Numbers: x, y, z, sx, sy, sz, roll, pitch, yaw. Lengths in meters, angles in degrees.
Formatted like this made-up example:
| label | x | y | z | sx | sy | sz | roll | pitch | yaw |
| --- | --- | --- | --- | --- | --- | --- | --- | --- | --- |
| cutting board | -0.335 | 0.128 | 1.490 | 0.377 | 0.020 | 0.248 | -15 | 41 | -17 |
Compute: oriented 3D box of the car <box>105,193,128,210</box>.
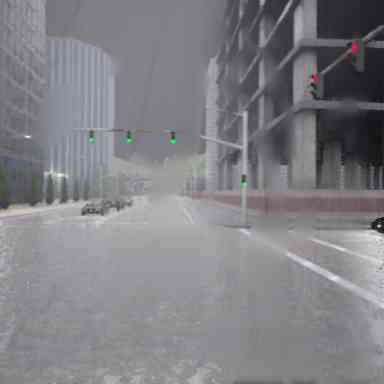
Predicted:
| label | x | y | z | sx | sy | sz | roll | pitch | yaw |
| --- | --- | --- | --- | --- | --- | --- | --- | --- | --- |
| car | -9.729 | 1.167 | 41.221 | 2.150 | 2.045 | 5.566 | 0 | 0 | -3 |

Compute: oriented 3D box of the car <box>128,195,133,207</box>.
| label | x | y | z | sx | sy | sz | roll | pitch | yaw |
| --- | --- | --- | --- | --- | --- | --- | --- | --- | --- |
| car | -10.256 | 1.298 | 51.029 | 2.097 | 1.767 | 4.553 | 0 | 0 | -3 |

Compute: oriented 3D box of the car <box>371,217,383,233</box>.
| label | x | y | z | sx | sy | sz | roll | pitch | yaw |
| --- | --- | --- | --- | --- | --- | --- | --- | --- | --- |
| car | 11.853 | 1.620 | 17.658 | 4.181 | 1.385 | 1.994 | 0 | 0 | -4 |

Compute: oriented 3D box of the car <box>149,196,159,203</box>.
| label | x | y | z | sx | sy | sz | roll | pitch | yaw |
| --- | --- | --- | --- | --- | --- | --- | --- | --- | --- |
| car | -7.838 | 1.514 | 69.107 | 2.033 | 1.411 | 5.357 | 0 | 0 | -3 |

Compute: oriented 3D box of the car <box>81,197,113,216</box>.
| label | x | y | z | sx | sy | sz | roll | pitch | yaw |
| --- | --- | --- | --- | --- | --- | --- | --- | --- | --- |
| car | -9.187 | 1.510 | 31.918 | 1.994 | 1.385 | 4.181 | 0 | 0 | -3 |
